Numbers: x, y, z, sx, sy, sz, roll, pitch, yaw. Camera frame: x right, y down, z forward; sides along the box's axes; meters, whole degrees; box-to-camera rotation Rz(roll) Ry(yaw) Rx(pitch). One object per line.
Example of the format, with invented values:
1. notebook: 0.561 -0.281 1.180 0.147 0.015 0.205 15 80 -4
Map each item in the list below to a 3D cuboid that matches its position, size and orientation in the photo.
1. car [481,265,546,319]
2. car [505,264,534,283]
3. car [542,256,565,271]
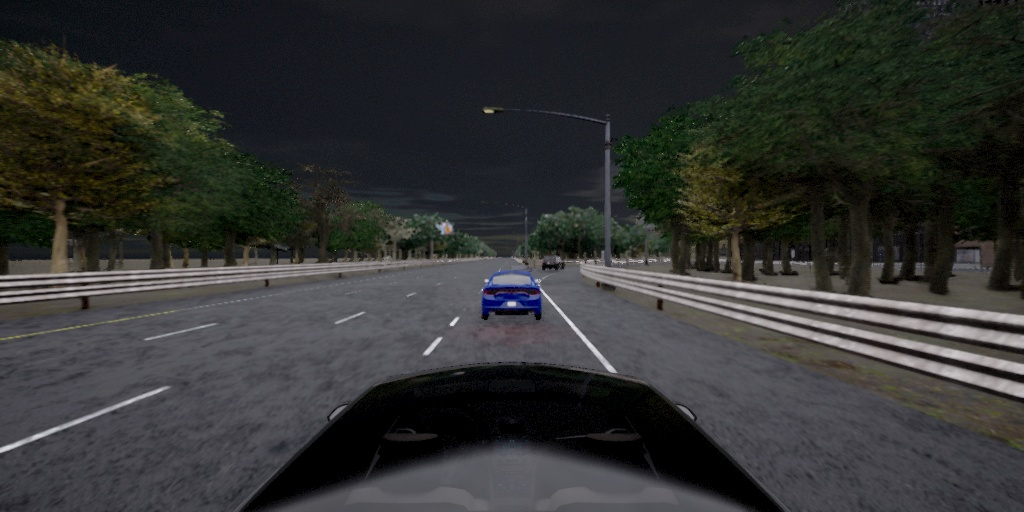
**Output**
1. car: -0.005 1.255 12.910 1.882 1.535 5.008 0 0 0
2. car: 0.694 1.375 29.617 1.895 1.301 4.718 0 0 7
3. car: 5.838 1.016 49.892 2.150 2.045 5.566 0 0 21
